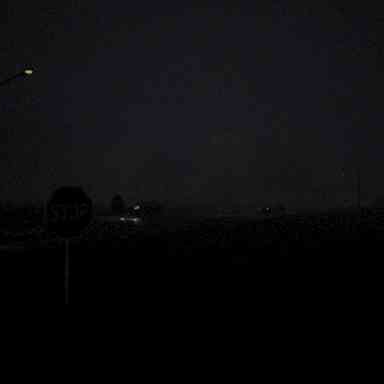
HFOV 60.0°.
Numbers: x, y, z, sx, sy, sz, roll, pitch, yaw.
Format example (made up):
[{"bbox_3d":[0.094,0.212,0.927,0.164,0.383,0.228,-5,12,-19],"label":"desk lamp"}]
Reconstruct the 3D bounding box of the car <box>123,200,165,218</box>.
[{"bbox_3d":[-4.897,1.590,34.266,2.097,1.767,4.553,1,-1,36],"label":"car"}]

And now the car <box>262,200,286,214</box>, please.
[{"bbox_3d":[10.880,2.137,44.191,1.994,1.385,4.181,1,0,36],"label":"car"}]

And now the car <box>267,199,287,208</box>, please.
[{"bbox_3d":[16.422,2.234,63.856,2.128,1.511,4.902,1,0,36],"label":"car"}]
